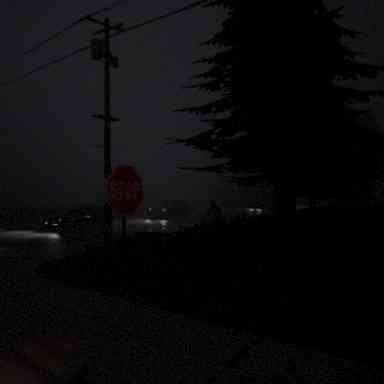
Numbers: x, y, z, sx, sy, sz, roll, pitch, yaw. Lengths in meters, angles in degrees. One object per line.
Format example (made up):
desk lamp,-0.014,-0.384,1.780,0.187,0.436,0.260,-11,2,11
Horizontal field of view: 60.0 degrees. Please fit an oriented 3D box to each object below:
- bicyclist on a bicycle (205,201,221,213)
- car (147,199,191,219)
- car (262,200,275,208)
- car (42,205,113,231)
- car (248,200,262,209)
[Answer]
bicyclist on a bicycle,1.406,1.393,21.873,1.656,1.620,0.582,-1,0,33
car,-2.013,1.483,30.367,2.097,1.767,4.553,0,0,33
car,11.459,1.644,44.496,1.812,1.442,4.674,0,0,33
car,-7.436,1.632,21.974,1.837,1.490,4.892,0,0,33
car,10.147,1.684,49.039,2.033,1.411,5.357,0,0,33
